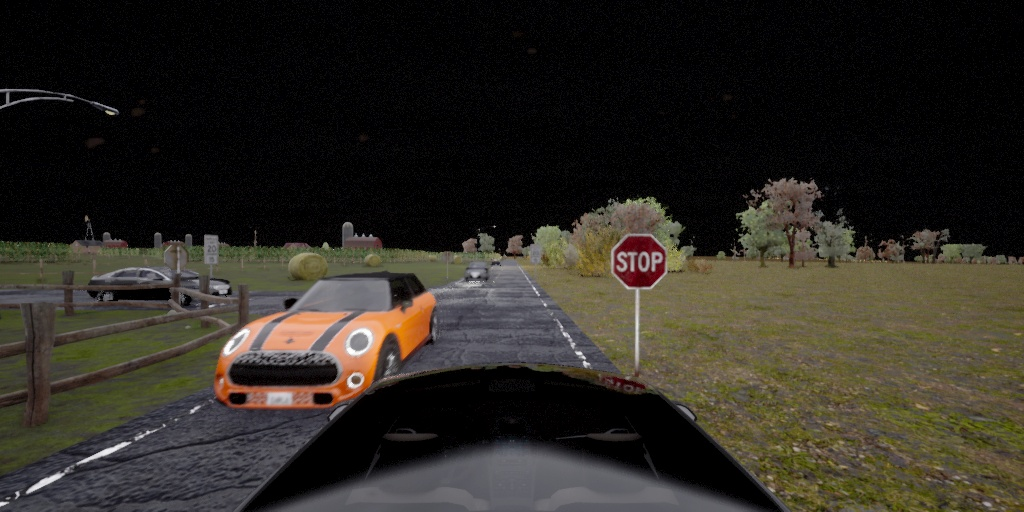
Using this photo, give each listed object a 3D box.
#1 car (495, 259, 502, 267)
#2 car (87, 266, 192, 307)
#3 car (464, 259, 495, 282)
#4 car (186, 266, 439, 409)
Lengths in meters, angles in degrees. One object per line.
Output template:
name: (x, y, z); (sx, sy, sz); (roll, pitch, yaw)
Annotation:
car: (-2.789, 1.200, 64.014); (2.033, 1.411, 5.357); (0, 0, 0)
car: (-14.041, 1.170, 14.471); (4.902, 1.511, 2.128); (0, 1, 2)
car: (-2.768, 1.249, 29.409); (2.128, 1.511, 4.902); (0, 0, 0)
car: (-2.753, 1.100, 6.489); (2.097, 1.767, 4.553); (0, 0, 0)
